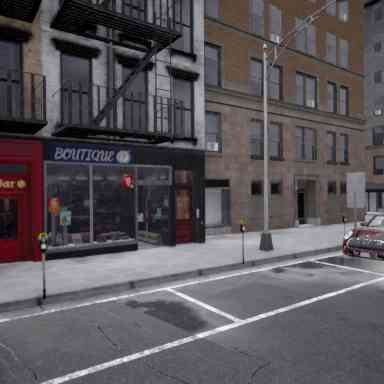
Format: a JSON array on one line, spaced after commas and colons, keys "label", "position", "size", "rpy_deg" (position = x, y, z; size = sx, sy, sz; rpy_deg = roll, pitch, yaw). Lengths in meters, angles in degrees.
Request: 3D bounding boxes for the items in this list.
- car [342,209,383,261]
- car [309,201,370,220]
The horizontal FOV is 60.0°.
[{"label": "car", "position": [7.036, 1.442, 11.586], "size": [4.097, 1.590, 1.967], "rpy_deg": [0, -1, -36]}, {"label": "car", "position": [13.916, 1.665, 31.696], "size": [1.882, 1.535, 5.008], "rpy_deg": [-1, 0, -37]}]
